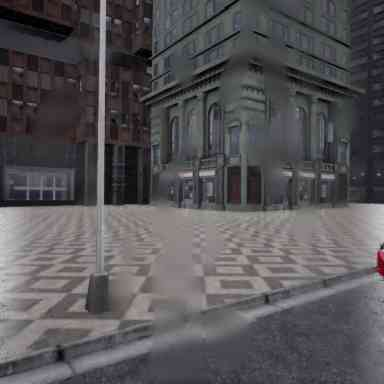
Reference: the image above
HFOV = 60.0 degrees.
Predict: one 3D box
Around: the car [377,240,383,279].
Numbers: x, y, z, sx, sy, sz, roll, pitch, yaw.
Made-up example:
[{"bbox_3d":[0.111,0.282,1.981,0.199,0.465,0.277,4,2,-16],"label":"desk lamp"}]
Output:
[{"bbox_3d":[6.865,1.230,8.261,5.566,2.045,2.150,0,0,-35],"label":"car"}]
